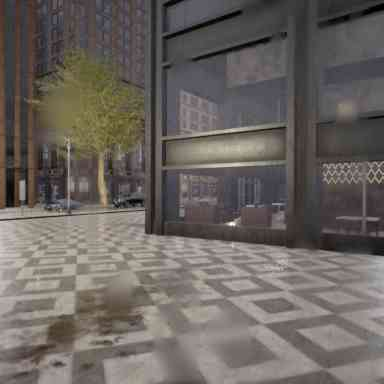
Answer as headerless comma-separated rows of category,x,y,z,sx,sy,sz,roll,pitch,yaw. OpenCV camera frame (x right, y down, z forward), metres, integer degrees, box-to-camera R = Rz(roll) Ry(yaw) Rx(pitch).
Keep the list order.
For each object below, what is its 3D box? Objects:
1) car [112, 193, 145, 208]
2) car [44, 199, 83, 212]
car,-8.431,1.105,46.285,2.150,2.045,5.566,0,0,35
car,-14.511,1.471,37.791,1.994,1.385,4.181,0,0,35
